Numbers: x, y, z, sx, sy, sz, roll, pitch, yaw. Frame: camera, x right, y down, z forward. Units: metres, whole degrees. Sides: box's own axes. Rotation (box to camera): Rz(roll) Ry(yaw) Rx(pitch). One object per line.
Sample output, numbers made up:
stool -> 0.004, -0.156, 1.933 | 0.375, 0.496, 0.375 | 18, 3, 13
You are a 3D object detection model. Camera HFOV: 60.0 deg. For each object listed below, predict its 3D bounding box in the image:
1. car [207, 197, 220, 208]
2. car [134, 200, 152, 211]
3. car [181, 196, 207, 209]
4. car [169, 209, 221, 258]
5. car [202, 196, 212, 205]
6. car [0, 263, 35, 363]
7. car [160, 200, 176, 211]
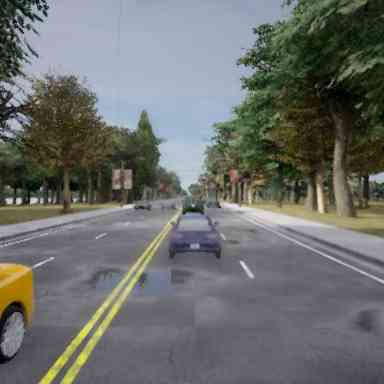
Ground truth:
car -> 3.358, 1.697, 53.826 | 2.097, 1.767, 4.553 | 0, 0, 0
car -> -6.566, 1.838, 44.941 | 1.994, 1.385, 4.181 | 0, 0, 0
car -> 0.095, 1.418, 34.112 | 2.150, 2.045, 5.566 | 0, 0, 0
car -> 0.100, 1.595, 13.002 | 1.812, 1.442, 4.674 | 0, 0, 0
car -> 3.265, 1.875, 72.994 | 2.097, 1.767, 4.553 | 0, -1, 0
car -> -3.348, 1.494, 3.068 | 1.882, 1.535, 5.008 | 0, 0, 0
car -> -3.316, 1.811, 46.480 | 1.812, 1.442, 4.674 | 0, -1, 0
